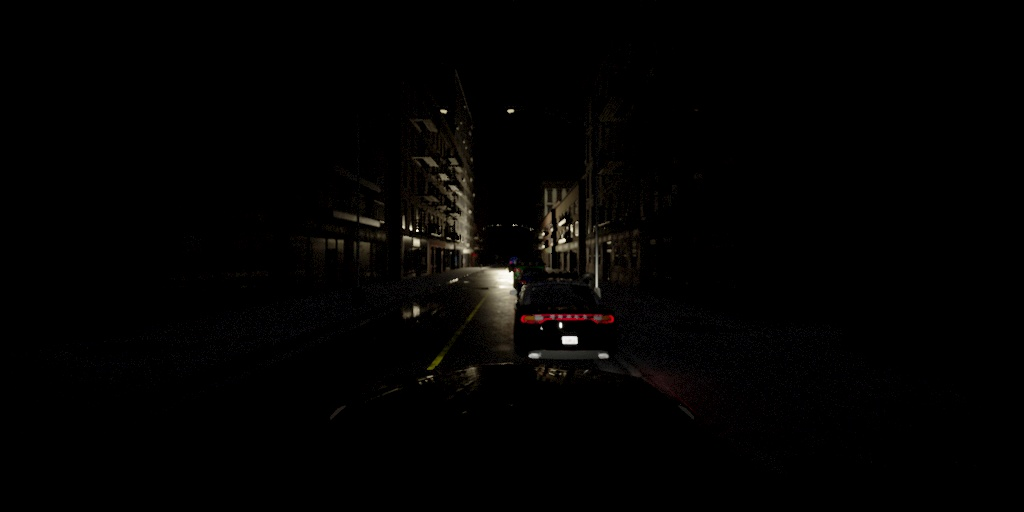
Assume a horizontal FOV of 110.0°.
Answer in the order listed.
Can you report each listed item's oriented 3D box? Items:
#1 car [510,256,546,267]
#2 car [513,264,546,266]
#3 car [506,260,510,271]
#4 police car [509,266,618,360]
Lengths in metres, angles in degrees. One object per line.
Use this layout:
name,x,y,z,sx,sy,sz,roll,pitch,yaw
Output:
car,1.146,1.055,24.428,2.150,2.045,5.566,0,0,1
car,1.084,1.331,18.396,1.812,1.442,4.674,0,0,1
car,0.502,1.562,46.994,1.895,1.301,4.718,0,0,1
police car,0.983,1.195,8.506,1.930,1.638,5.238,0,0,1
